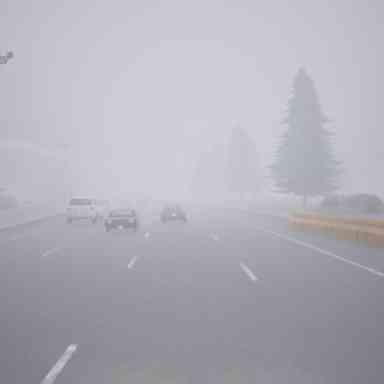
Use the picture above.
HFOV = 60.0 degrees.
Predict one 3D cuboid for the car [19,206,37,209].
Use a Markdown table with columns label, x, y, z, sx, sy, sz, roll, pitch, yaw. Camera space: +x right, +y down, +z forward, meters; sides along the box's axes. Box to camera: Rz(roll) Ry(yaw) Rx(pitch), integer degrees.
| label | x | y | z | sx | sy | sz | roll | pitch | yaw |
| --- | --- | --- | --- | --- | --- | --- | --- | --- | --- |
| car | -23.329 | 1.943 | 47.693 | 1.882 | 1.535 | 5.008 | -1 | 0 | -13 |

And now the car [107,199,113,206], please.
| label | x | y | z | sx | sy | sz | roll | pitch | yaw |
| --- | --- | --- | --- | --- | --- | --- | --- | --- | --- |
| car | -15.983 | 1.938 | 60.676 | 1.837 | 1.490 | 4.892 | -1 | 0 | -18 |

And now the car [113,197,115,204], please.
| label | x | y | z | sx | sy | sz | roll | pitch | yaw |
| --- | --- | --- | --- | --- | --- | --- | --- | --- | --- |
| car | -16.147 | 1.838 | 72.143 | 1.837 | 1.490 | 4.892 | -1 | 0 | -21 |

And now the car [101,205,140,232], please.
| label | x | y | z | sx | sy | sz | roll | pitch | yaw |
| --- | --- | --- | --- | --- | --- | --- | --- | --- | --- |
| car | -4.322 | 1.740 | 21.188 | 1.895 | 1.301 | 4.718 | -1 | 0 | -7 |

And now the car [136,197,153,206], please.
| label | x | y | z | sx | sy | sz | roll | pitch | yaw |
| --- | --- | --- | --- | --- | --- | --- | --- | --- | --- |
| car | -9.469 | 1.877 | 63.305 | 2.128 | 1.511 | 4.902 | -1 | 0 | -18 |

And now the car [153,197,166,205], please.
| label | x | y | z | sx | sy | sz | roll | pitch | yaw |
| --- | --- | --- | --- | --- | --- | --- | --- | --- | --- |
| car | -6.210 | 1.941 | 64.600 | 1.895 | 1.301 | 4.718 | -1 | 0 | -18 |

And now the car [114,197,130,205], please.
| label | x | y | z | sx | sy | sz | roll | pitch | yaw |
| --- | --- | --- | --- | --- | --- | --- | --- | --- | --- |
| car | -12.600 | 1.951 | 61.611 | 2.033 | 1.411 | 5.357 | -1 | 0 | -18 |

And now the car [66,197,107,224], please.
| label | x | y | z | sx | sy | sz | roll | pitch | yaw |
| --- | --- | --- | --- | --- | --- | --- | --- | --- | --- |
| car | -8.533 | 1.430 | 26.837 | 2.150 | 2.045 | 5.566 | 0 | -1 | -8 |

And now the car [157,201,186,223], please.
| label | x | y | z | sx | sy | sz | roll | pitch | yaw |
| --- | --- | --- | --- | --- | --- | --- | --- | --- | --- |
| car | -1.621 | 1.699 | 27.418 | 1.994 | 1.385 | 4.181 | -1 | 0 | -7 |

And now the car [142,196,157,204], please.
| label | x | y | z | sx | sy | sz | roll | pitch | yaw |
| --- | --- | --- | --- | --- | --- | --- | --- | --- | --- |
| car | -9.455 | 1.784 | 74.232 | 2.128 | 1.511 | 4.902 | -1 | 0 | -21 |
